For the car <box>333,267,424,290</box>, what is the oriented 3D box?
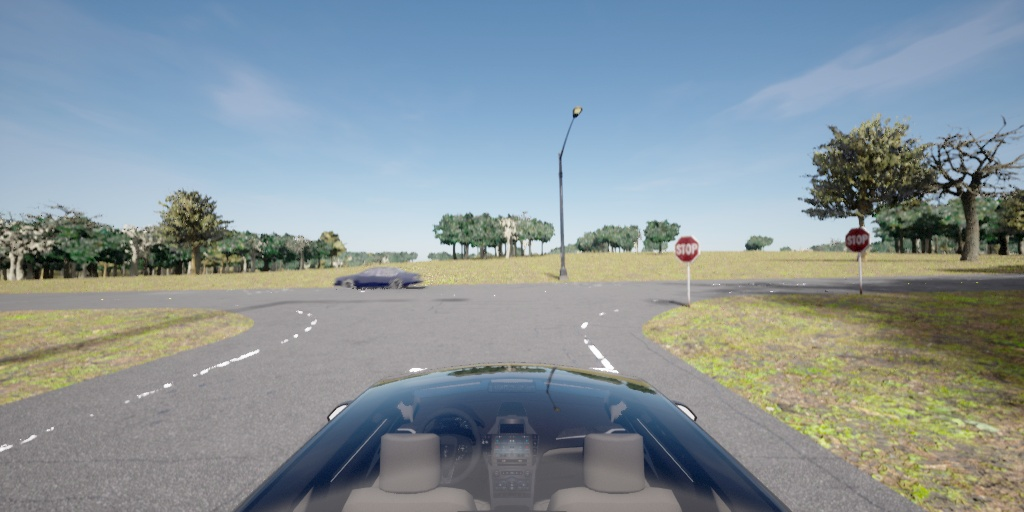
[{"bbox_3d":[-8.447,1.417,22.994,5.357,1.411,2.033,-1,-2,0],"label":"car"}]
